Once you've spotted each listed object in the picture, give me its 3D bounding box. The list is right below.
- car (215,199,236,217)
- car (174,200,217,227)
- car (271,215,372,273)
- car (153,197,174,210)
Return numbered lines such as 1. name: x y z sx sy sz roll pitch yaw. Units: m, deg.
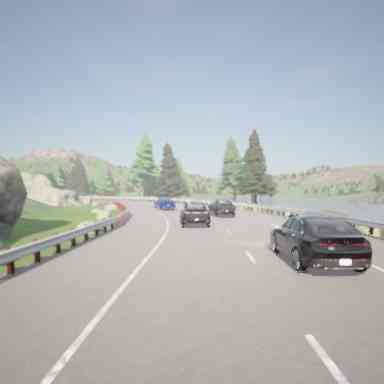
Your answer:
1. car: 2.597 1.419 30.576 2.128 1.511 4.902 0 0 -9
2. car: 0.105 1.436 22.131 2.128 1.511 4.902 0 0 -4
3. car: 3.842 1.484 10.635 1.837 1.490 4.892 0 0 1
4. car: -3.475 1.370 41.007 1.882 1.535 5.008 0 0 -17
